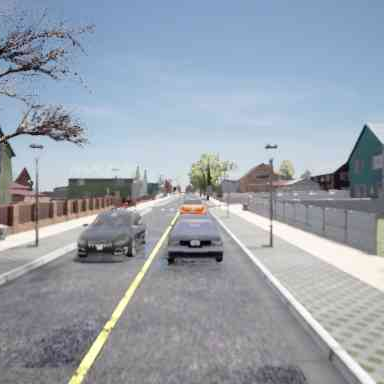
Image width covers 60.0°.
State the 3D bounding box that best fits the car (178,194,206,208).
[{"bbox_3d":[0.090,1.289,27.353,2.097,1.767,4.553,0,0,0],"label":"car"}]

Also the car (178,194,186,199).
[{"bbox_3d":[-2.761,1.249,93.244,2.128,1.511,4.902,0,0,0],"label":"car"}]

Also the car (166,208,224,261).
[{"bbox_3d":[0.096,1.520,12.121,2.033,1.411,5.357,0,0,0],"label":"car"}]

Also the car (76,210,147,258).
[{"bbox_3d":[-2.850,1.476,12.701,1.837,1.490,4.892,0,0,0],"label":"car"}]

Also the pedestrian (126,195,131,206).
[{"bbox_3d":[-9.698,1.332,50.618,0.375,1.860,0.375,0,1,0],"label":"pedestrian"}]
